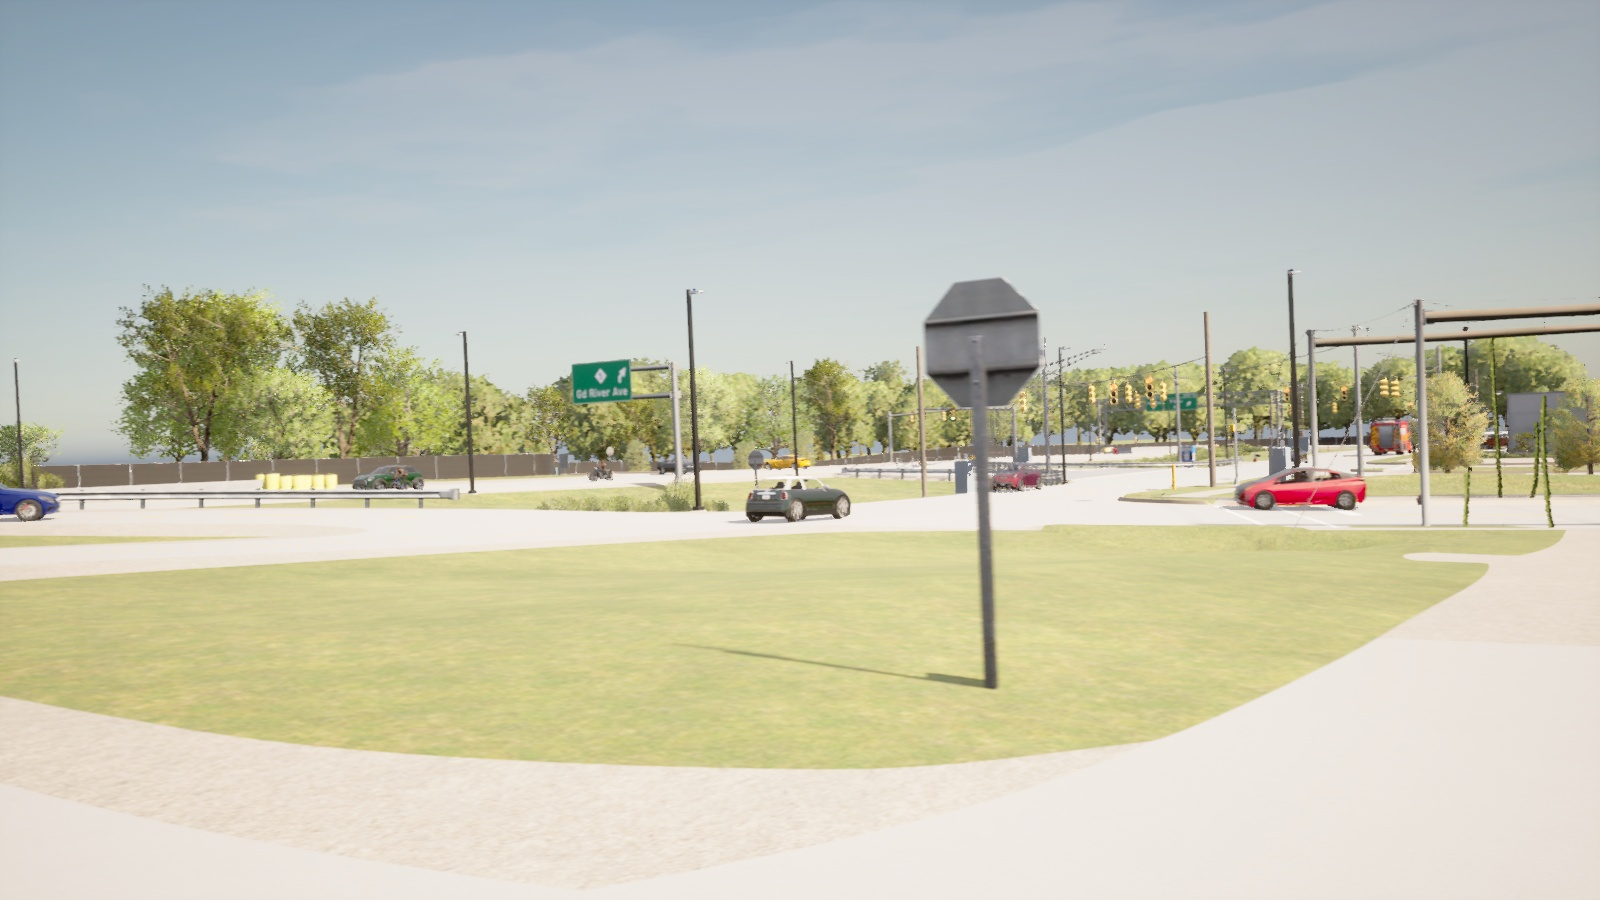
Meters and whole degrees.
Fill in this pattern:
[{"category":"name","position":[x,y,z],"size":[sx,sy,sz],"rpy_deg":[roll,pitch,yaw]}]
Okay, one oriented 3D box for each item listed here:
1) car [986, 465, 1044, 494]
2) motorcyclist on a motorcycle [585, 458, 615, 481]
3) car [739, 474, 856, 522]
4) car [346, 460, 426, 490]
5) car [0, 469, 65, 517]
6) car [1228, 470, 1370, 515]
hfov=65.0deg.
[{"category":"car","position":[11.811,1.614,68.841],"size":[1.845,1.501,3.633],"rpy_deg":[-1,0,33]},{"category":"motorcyclist on a motorcycle","position":[-14.622,1.409,91.880],"size":[0.766,1.649,2.350],"rpy_deg":[-1,0,34]},{"category":"car","position":[-0.030,1.553,41.472],"size":[1.970,1.475,3.806],"rpy_deg":[-1,-1,37]},{"category":"car","position":[-26.508,1.603,80.542],"size":[2.097,1.767,4.553],"rpy_deg":[-1,0,34]},{"category":"car","position":[-25.662,1.313,39.051],"size":[4.674,1.442,1.812],"rpy_deg":[1,0,-24]},{"category":"car","position":[18.322,1.528,46.284],"size":[4.514,1.525,2.007],"rpy_deg":[0,1,9]}]
